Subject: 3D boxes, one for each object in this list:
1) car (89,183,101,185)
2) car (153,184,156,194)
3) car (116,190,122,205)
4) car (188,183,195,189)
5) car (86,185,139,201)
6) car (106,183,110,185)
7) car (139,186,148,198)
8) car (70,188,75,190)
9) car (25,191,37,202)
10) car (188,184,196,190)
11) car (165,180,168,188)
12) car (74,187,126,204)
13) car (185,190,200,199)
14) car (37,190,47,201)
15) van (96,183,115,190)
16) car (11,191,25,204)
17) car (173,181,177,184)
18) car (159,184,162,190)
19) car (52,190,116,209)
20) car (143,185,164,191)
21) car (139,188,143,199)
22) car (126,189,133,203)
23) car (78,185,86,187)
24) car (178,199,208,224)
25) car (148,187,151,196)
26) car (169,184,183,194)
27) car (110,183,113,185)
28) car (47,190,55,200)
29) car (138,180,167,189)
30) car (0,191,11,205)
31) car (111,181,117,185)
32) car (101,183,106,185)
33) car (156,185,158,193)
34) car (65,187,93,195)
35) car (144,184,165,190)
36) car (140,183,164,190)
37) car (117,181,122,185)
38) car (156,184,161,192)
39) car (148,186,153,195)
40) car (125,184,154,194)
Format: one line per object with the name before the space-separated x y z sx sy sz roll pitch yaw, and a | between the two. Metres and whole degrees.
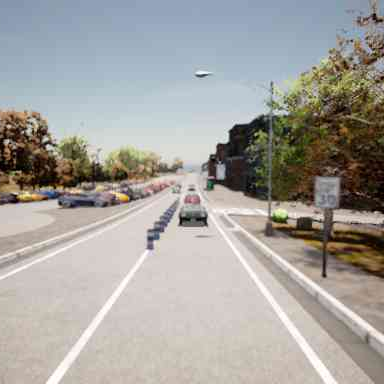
car | -22.894 -0.544 70.184 5.566 2.045 2.435 0 3 0
car | -9.861 -0.161 64.685 4.553 1.767 2.185 0 3 0
car | -10.106 0.772 34.050 4.792 1.488 2.163 0 0 0
car | -0.058 -1.638 92.482 1.994 1.385 4.181 0 3 0
car | -10.038 0.394 42.404 5.566 2.045 2.435 0 1 0
car | -22.793 -0.741 78.551 5.008 1.535 2.097 0 3 0
car | -9.889 0.253 53.551 4.553 1.767 2.185 0 2 0
car | -22.971 0.283 56.395 4.892 1.521 2.231 0 2 0
car | -23.275 0.636 42.451 5.366 1.575 1.946 0 1 0
car | -0.073 -0.906 82.502 1.895 1.301 4.718 0 3 0
car | -9.598 -1.510 89.592 4.553 1.767 2.185 0 3 0
car | -10.086 0.592 36.835 4.553 1.767 2.185 0 1 0
car | 0.052 0.853 40.441 1.994 1.385 4.181 0 2 0
car | -23.253 0.586 45.246 5.366 1.575 1.946 0 1 0
van | -22.614 -1.460 87.001 4.442 1.987 1.878 0 3 0
car | -23.141 0.710 39.659 4.792 1.488 2.163 0 1 0
car | -3.318 -1.421 86.680 1.882 1.535 5.008 0 3 0
car | -9.757 -0.436 73.047 5.008 1.535 2.097 0 3 0
car | -10.070 0.796 31.266 4.792 1.488 2.163 0 0 0
car | -9.667 -1.068 84.167 5.008 1.535 2.097 0 3 0
car | -9.936 0.565 47.976 4.792 1.488 2.163 0 2 0
car | -10.027 0.687 39.615 5.008 1.535 2.097 0 1 0
car | -22.726 -0.038 64.622 5.366 1.575 1.946 0 2 0
car | 0.074 1.431 23.023 1.895 1.301 4.718 0 1 0
car | -9.868 0.317 56.342 4.792 1.488 2.163 0 2 0
car | -3.328 -0.346 70.905 2.128 1.511 4.902 0 3 0
car | -22.960 -0.914 81.456 5.366 1.575 1.946 0 3 0
car | -23.017 0.561 47.901 4.792 1.488 2.163 0 1 0
car | -9.724 -1.157 81.375 5.566 2.045 2.435 0 3 0
car | -23.138 0.753 36.747 4.674 1.452 2.002 0 0 0
car | -22.724 -1.324 84.220 5.566 2.045 2.435 0 3 0
car | -22.852 -0.709 75.763 4.553 1.767 2.185 0 3 0
car | -9.810 -0.121 67.477 4.674 1.452 2.002 0 3 0
car | -22.894 -0.161 67.410 5.008 1.535 2.097 0 3 0
car | -9.836 -1.233 86.947 5.366 1.575 1.946 0 3 0
car | -9.715 -0.704 78.613 4.674 1.452 2.002 0 3 0
car | -22.688 -1.519 92.577 4.674 1.452 2.002 0 3 0
car | -9.779 -0.295 70.261 5.008 1.535 2.097 0 3 0
car | -9.904 0.218 59.128 4.792 1.488 2.163 0 2 0
car | -9.884 -0.044 61.908 4.553 1.767 2.185 0 2 0
